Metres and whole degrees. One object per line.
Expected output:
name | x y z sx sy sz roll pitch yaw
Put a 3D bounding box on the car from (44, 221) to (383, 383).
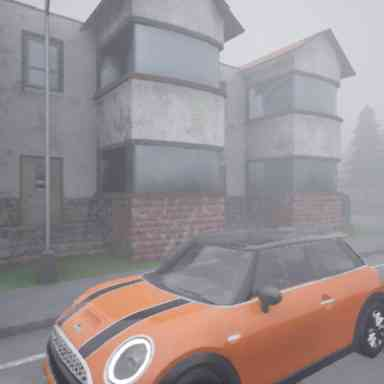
car | 0.573 1.346 4.386 4.553 1.767 2.097 0 0 -35
